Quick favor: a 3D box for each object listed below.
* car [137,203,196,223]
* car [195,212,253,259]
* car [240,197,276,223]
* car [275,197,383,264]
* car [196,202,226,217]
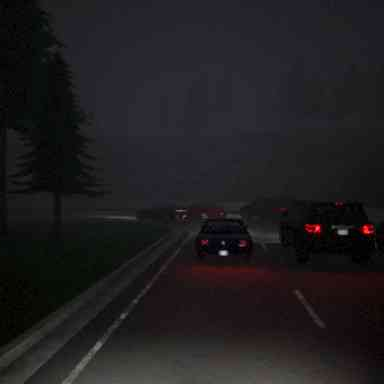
[{"bbox_3d":[-2.395,1.611,26.593,4.902,1.511,2.128,0,-1,42],"label":"car"},{"bbox_3d":[1.226,1.672,12.865,1.895,1.301,4.718,0,0,6],"label":"car"},{"bbox_3d":[6.271,1.394,27.335,2.150,2.045,5.566,1,0,-27],"label":"car"},{"bbox_3d":[4.720,1.307,12.430,2.150,2.045,5.566,0,-1,6],"label":"car"},{"bbox_3d":[0.679,1.625,28.740,1.882,1.535,5.008,2,-1,-44],"label":"car"}]
